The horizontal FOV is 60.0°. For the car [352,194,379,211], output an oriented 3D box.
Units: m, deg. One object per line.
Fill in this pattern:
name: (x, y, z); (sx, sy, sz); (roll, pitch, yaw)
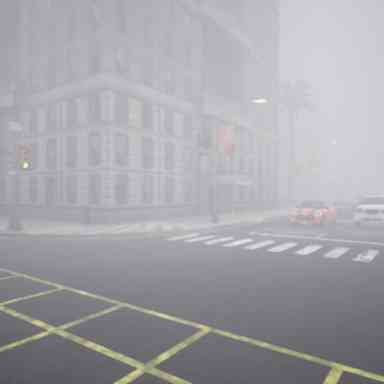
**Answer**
car: (21.697, 1.217, 41.408); (2.150, 2.045, 5.566); (0, 0, 36)

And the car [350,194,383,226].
car: (12.762, 1.219, 22.947); (2.150, 2.045, 5.566); (0, 0, 35)

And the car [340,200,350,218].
car: (13.505, 1.499, 30.045); (1.837, 1.490, 4.892); (0, 0, 35)

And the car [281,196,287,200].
car: (23.365, 1.527, 78.918); (4.181, 1.385, 1.994); (0, 0, 33)

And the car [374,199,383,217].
car: (18.722, 1.490, 31.314); (2.128, 1.511, 4.902); (0, 0, 36)

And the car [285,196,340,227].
car: (8.353, 1.346, 22.772); (2.097, 1.767, 4.553); (0, 0, 35)
